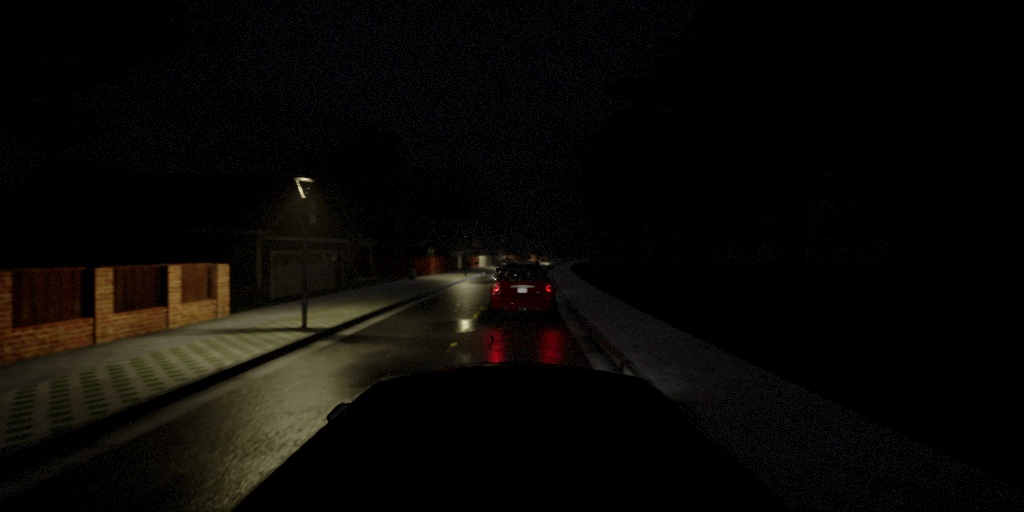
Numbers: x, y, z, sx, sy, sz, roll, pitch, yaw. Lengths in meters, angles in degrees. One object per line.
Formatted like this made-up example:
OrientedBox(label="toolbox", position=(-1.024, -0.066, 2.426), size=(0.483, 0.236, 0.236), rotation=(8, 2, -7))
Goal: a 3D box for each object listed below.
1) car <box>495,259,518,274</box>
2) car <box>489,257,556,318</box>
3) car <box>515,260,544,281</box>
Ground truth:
OrientedBox(label="car", position=(-0.542, 1.072, 37.684), size=(1.812, 1.442, 4.674), rotation=(0, 0, 7))
OrientedBox(label="car", position=(0.398, 1.043, 12.895), size=(2.097, 1.767, 4.553), rotation=(0, 0, 2))
OrientedBox(label="car", position=(1.505, 1.093, 29.251), size=(2.128, 1.511, 4.902), rotation=(0, 0, 5))
